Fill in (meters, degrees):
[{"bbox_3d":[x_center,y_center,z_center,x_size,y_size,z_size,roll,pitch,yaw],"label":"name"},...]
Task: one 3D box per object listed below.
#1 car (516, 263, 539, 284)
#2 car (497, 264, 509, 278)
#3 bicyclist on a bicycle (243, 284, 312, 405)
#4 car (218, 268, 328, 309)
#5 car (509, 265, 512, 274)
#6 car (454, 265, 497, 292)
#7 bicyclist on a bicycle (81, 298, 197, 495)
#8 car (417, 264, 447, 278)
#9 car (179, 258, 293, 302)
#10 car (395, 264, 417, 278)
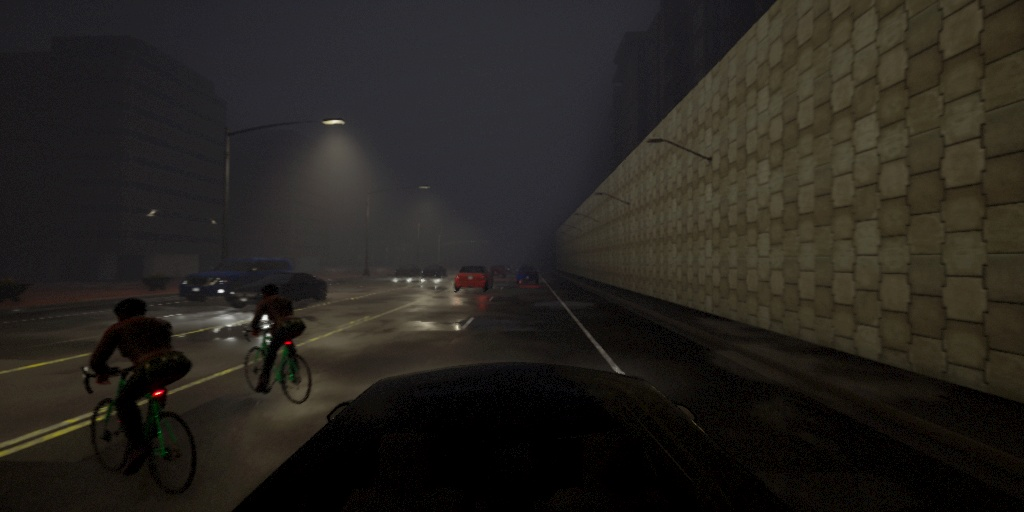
[{"bbox_3d":[1.393,1.653,32.295,1.882,1.535,5.008,0,-1,2],"label":"car"},{"bbox_3d":[-1.683,1.772,42.194,1.882,1.535,5.008,0,-1,3],"label":"car"},{"bbox_3d":[-3.377,1.232,5.129,1.656,1.620,0.582,-1,-1,28],"label":"bicyclist on a bicycle"},{"bbox_3d":[-10.042,1.415,15.886,1.812,1.442,4.674,0,-1,3],"label":"car"},{"bbox_3d":[-1.047,2.041,56.558,2.033,1.411,5.357,0,-1,3],"label":"car"},{"bbox_3d":[-2.467,1.395,24.162,2.097,1.767,4.553,0,-1,3],"label":"car"},{"bbox_3d":[-3.317,1.206,3.194,1.656,1.620,0.582,-1,-1,21],"label":"bicyclist on a bicycle"},{"bbox_3d":[-8.869,1.718,41.146,1.882,1.535,5.008,0,-1,3],"label":"car"},{"bbox_3d":[-13.445,1.123,18.152,2.150,2.045,5.566,0,-1,3],"label":"car"},{"bbox_3d":[-12.290,1.721,42.701,1.882,1.535,5.008,0,-1,3],"label":"car"}]
